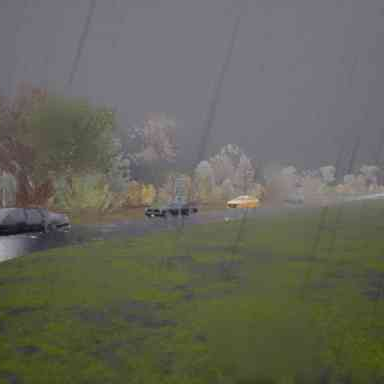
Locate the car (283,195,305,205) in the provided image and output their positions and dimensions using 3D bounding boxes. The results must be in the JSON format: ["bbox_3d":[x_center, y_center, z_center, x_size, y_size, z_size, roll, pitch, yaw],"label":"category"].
[{"bbox_3d":[15.151,1.103,49.140,2.033,1.411,5.357,0,1,36],"label":"car"}]

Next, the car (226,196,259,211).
[{"bbox_3d":[5.558,1.178,36.076,1.882,1.535,5.008,0,1,36],"label":"car"}]

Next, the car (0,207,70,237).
[{"bbox_3d":[-8.604,1.456,16.132,2.033,1.411,5.357,0,1,31],"label":"car"}]

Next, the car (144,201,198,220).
[{"bbox_3d":[-1.593,1.407,26.247,1.895,1.301,4.718,0,1,36],"label":"car"}]
